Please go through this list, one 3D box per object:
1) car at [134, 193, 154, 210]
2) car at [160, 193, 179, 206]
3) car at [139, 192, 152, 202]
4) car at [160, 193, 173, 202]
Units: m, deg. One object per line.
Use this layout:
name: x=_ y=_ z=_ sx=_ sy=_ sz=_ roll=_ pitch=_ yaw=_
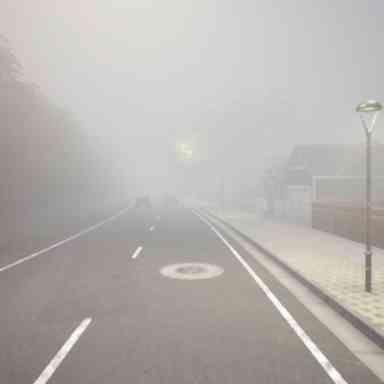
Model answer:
car: x=-5.441 y=1.152 z=37.697 sx=1.837 sy=1.490 sz=4.892 roll=0 pitch=1 yaw=-6
car: x=-2.867 y=1.074 z=45.509 sx=2.033 sy=1.411 sz=5.357 roll=0 pitch=1 yaw=-7
car: x=-7.914 y=0.876 z=56.391 sx=2.128 sy=1.511 sz=4.902 roll=0 pitch=1 yaw=-9
car: x=-4.308 y=0.884 z=55.968 sx=1.837 sy=1.490 sz=4.892 roll=0 pitch=1 yaw=-9
